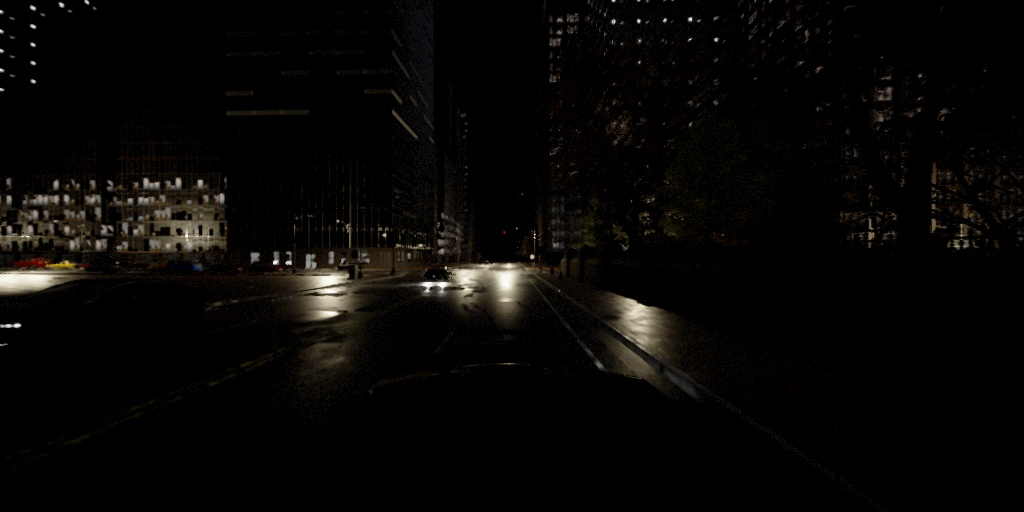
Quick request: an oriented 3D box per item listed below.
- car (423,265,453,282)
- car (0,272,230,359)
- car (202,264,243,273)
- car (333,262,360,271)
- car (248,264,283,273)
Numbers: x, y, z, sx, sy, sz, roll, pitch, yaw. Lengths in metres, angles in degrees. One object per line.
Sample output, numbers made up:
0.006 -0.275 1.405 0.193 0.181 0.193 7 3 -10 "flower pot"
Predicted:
-6.551 1.536 32.168 1.994 1.385 4.181 0 -1 0 "car"
-9.848 1.292 8.629 2.128 1.511 4.902 0 -1 0 "car"
-38.402 1.652 48.073 4.207 1.307 1.802 0 0 2 "car"
-25.525 1.612 55.762 4.313 1.339 1.948 0 0 2 "car"
-32.853 1.664 47.899 4.207 1.307 1.802 0 0 2 "car"
